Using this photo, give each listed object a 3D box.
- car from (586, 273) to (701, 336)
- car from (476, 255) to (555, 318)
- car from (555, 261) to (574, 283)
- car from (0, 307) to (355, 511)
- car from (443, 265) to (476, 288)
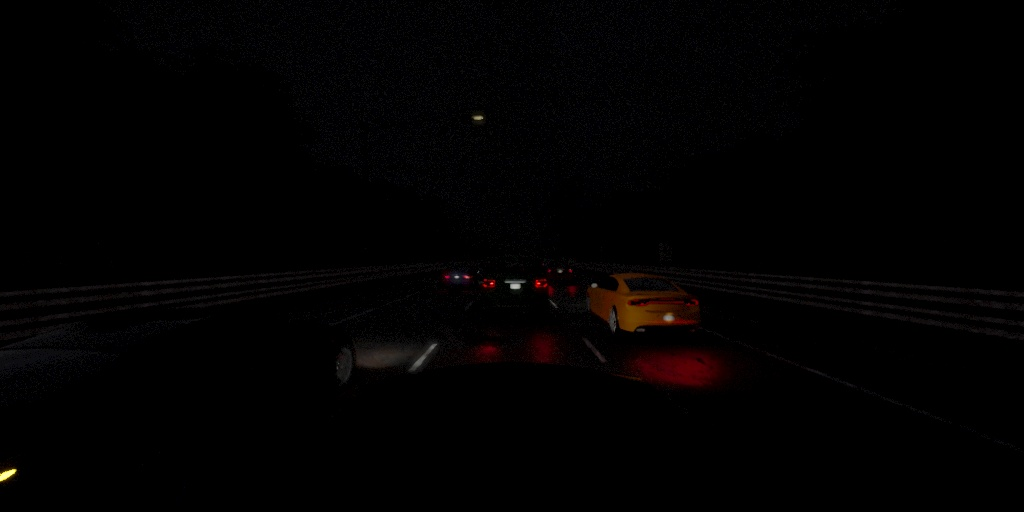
[{"bbox_3d":[3.499,1.236,10.481,1.882,1.535,5.008,0,0,0],"label":"car"},{"bbox_3d":[0.101,0.989,13.232,2.150,2.045,5.566,0,0,0],"label":"car"},{"bbox_3d":[3.578,1.164,28.427,2.097,1.767,4.553,0,0,1],"label":"car"},{"bbox_3d":[-3.414,1.278,3.828,1.812,1.442,4.674,0,0,0],"label":"car"},{"bbox_3d":[-3.359,1.348,24.439,2.033,1.411,5.357,0,0,0],"label":"car"}]
